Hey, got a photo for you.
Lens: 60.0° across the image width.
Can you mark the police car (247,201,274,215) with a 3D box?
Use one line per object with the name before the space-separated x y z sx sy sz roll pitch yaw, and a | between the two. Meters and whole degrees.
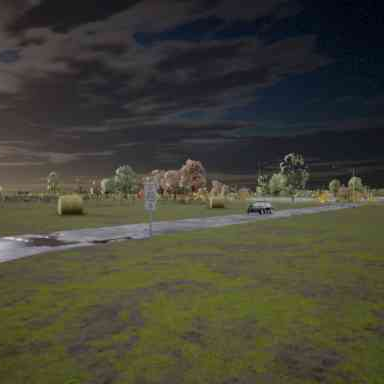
police car | 8.497 1.931 41.506 1.930 1.638 5.238 -1 -1 35
